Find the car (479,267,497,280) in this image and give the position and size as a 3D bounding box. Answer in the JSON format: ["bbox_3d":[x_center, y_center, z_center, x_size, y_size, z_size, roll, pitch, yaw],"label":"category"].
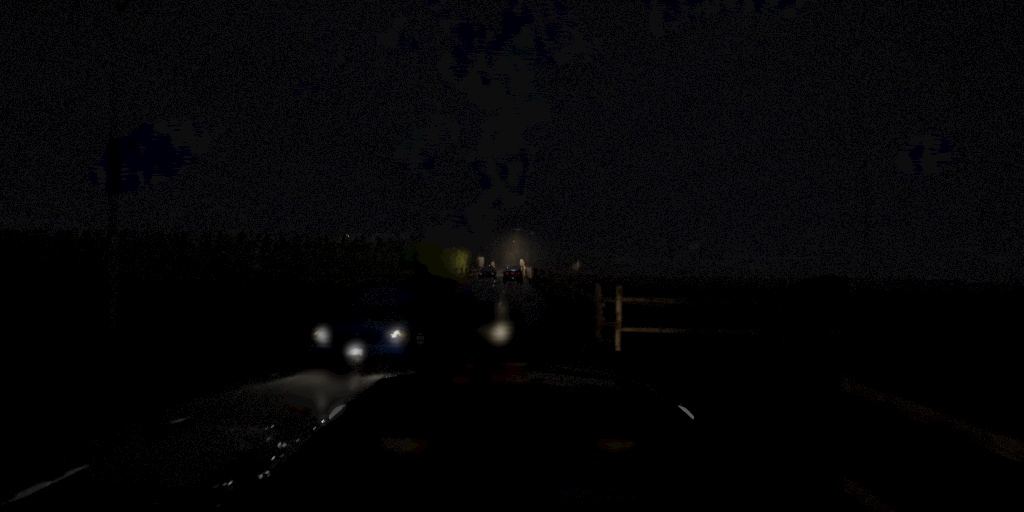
[{"bbox_3d":[-2.856,2.009,42.994,1.882,1.535,5.008,0,-1,0],"label":"car"}]

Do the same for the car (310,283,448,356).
[{"bbox_3d":[-2.859,1.404,9.168,2.033,1.411,5.357,0,-1,-1],"label":"car"}]

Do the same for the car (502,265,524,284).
[{"bbox_3d":[0.088,1.841,34.790,2.128,1.511,4.902,0,-1,0],"label":"car"}]
